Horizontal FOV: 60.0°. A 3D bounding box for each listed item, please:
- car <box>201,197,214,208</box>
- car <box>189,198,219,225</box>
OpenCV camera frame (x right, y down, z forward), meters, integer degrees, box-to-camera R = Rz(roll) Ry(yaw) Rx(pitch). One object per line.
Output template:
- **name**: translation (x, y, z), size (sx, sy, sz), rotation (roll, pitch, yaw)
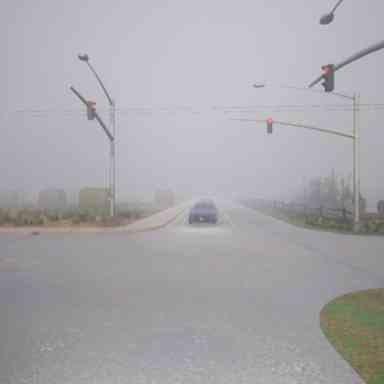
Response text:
- **car**: translation (2.314, 1.547, 49.645), size (1.994, 1.385, 4.181), rotation (0, 0, 3)
- **car**: translation (0.931, 1.469, 23.953), size (1.882, 1.535, 5.008), rotation (0, 0, 7)
